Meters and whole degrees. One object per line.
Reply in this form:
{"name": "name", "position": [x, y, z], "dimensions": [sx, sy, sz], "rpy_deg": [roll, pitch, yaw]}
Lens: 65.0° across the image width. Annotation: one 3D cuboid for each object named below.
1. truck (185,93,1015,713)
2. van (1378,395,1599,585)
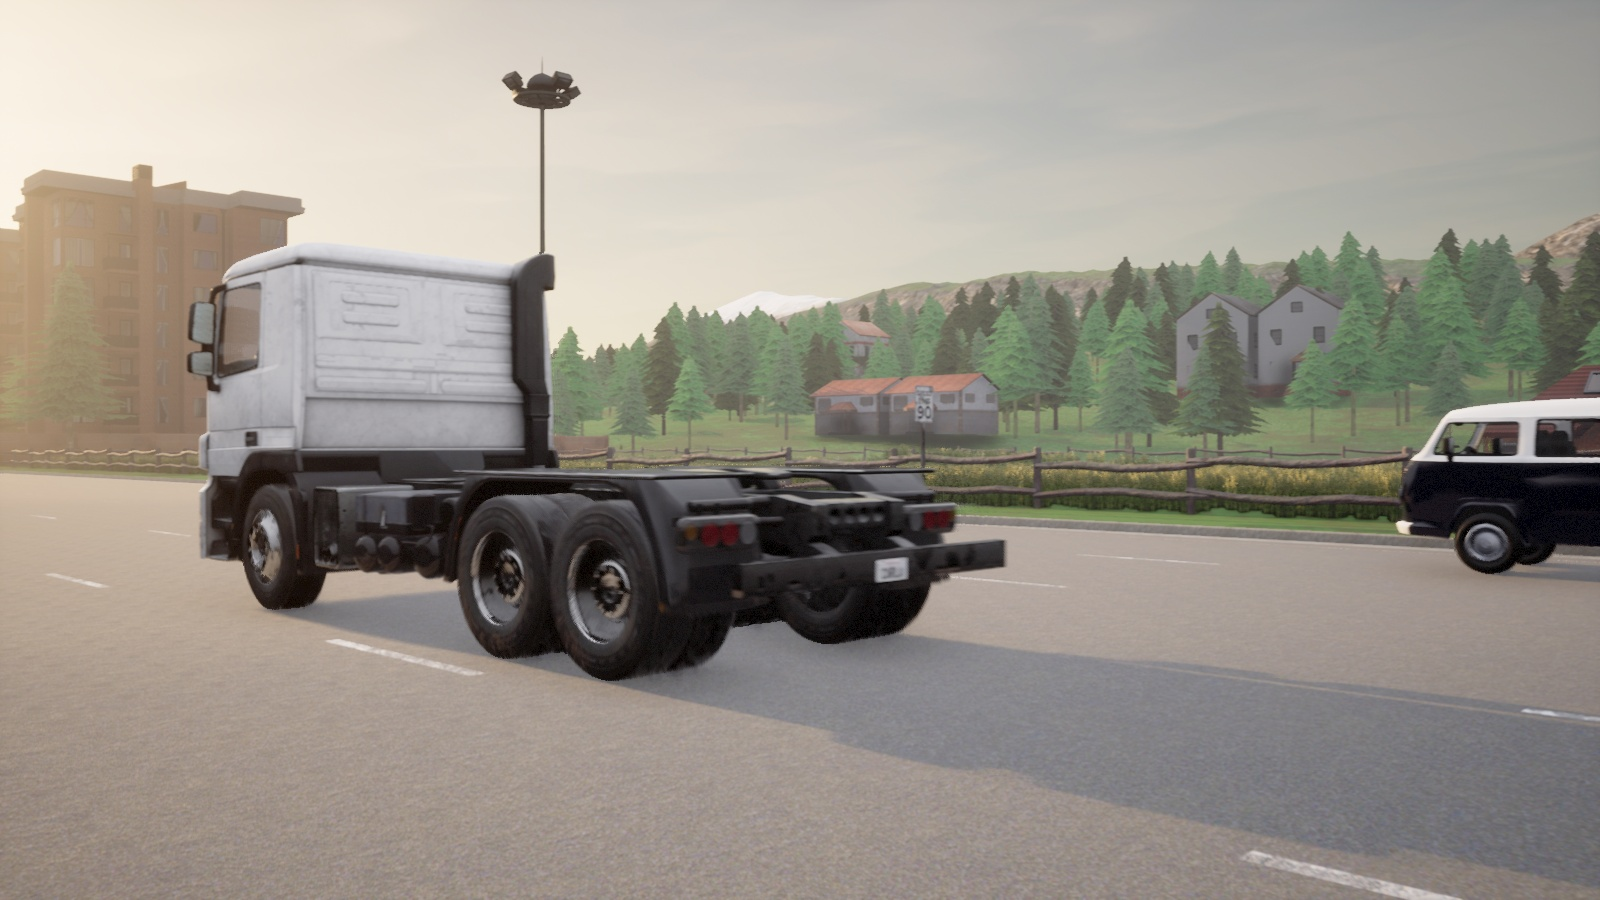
{"name": "truck", "position": [-2.294, -0.272, 10.819], "dimensions": [7.936, 3.462, 2.891], "rpy_deg": [0, 0, 44]}
{"name": "van", "position": [9.256, 0.424, 14.222], "dimensions": [4.480, 2.038, 2.069], "rpy_deg": [0, 0, 44]}
